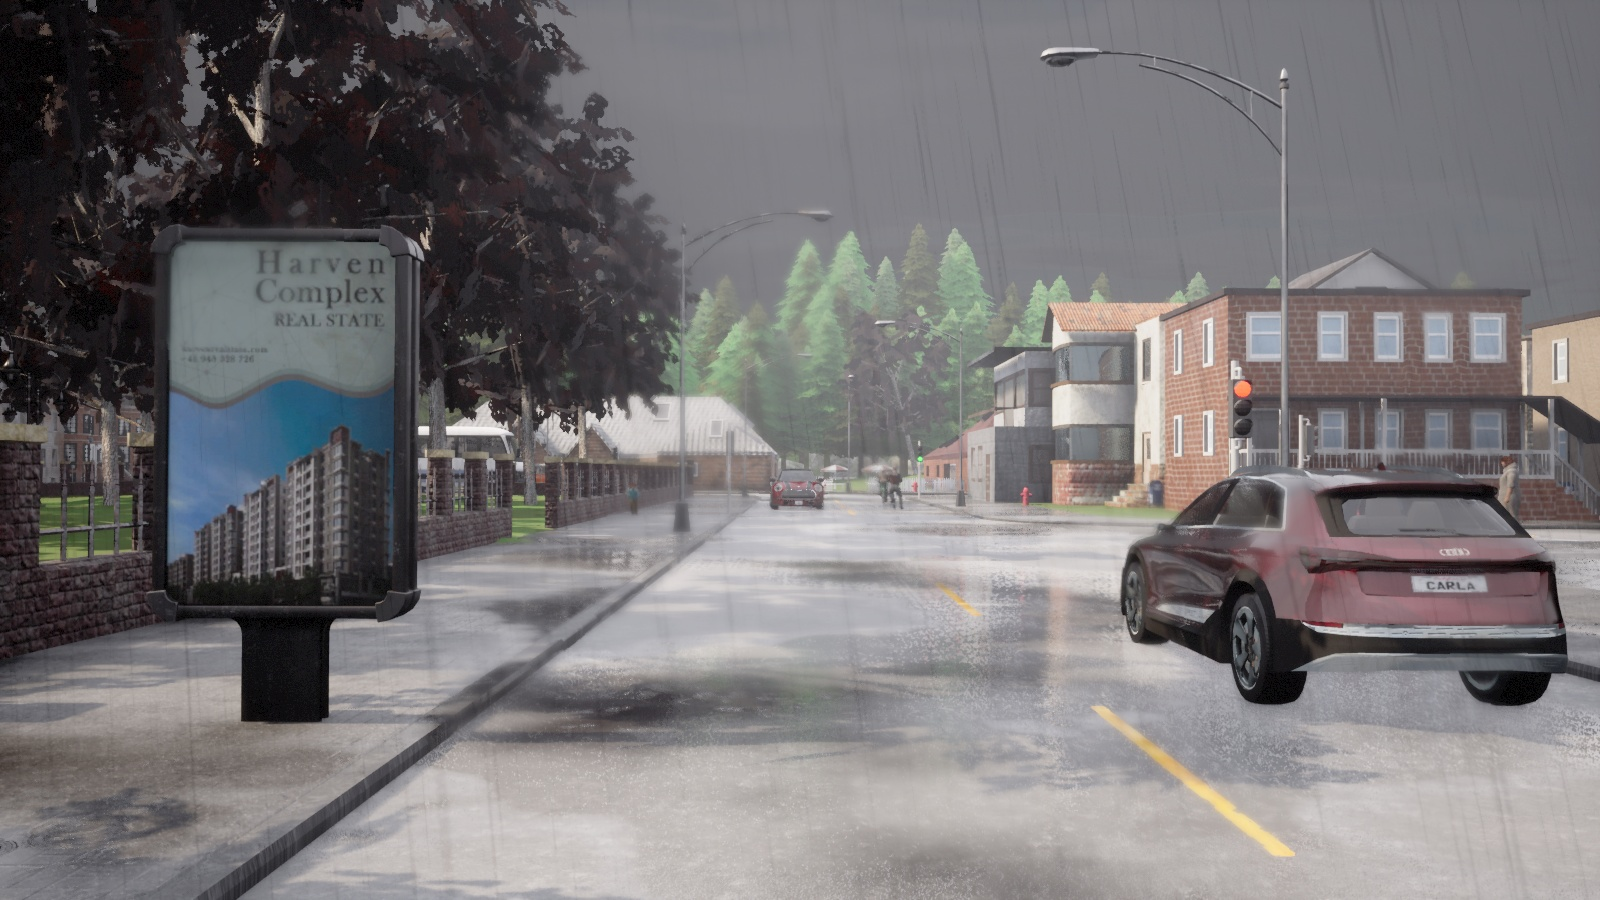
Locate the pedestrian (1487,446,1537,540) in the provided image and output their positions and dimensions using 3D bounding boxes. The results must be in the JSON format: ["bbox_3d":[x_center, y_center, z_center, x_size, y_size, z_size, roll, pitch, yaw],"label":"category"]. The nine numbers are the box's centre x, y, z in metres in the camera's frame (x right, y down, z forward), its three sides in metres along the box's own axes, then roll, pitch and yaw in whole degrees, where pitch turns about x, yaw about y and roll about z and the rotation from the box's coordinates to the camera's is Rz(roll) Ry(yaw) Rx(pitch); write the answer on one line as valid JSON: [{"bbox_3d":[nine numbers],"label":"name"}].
[{"bbox_3d":[15.144,0.911,26.706,0.873,1.952,0.659,-1,-1,31],"label":"pedestrian"}]

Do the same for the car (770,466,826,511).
[{"bbox_3d":[-0.128,1.538,51.574,2.097,1.767,4.553,0,-1,-3],"label":"car"}]

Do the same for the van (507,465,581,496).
[{"bbox_3d":[-16.812,2.018,82.601,4.442,1.987,1.775,0,-1,3],"label":"van"}]

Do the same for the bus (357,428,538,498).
[{"bbox_3d":[-21.913,0.843,78.646,10.273,4.253,3.944,0,-1,-1],"label":"bus"}]

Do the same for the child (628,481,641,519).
[{"bbox_3d":[-5.319,1.601,40.313,0.343,1.192,0.448,0,-1,0],"label":"child"}]

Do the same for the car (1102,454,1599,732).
[{"bbox_3d":[3.990,0.895,9.939,2.033,1.649,4.856,0,-1,0],"label":"car"}]
